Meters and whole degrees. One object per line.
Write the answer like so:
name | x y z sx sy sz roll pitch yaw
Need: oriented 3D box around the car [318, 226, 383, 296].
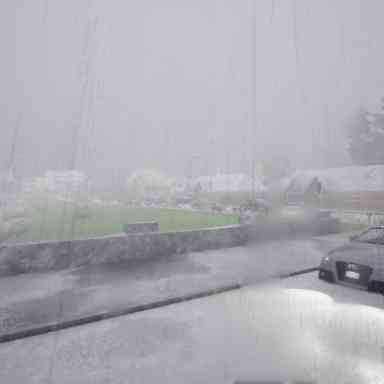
car | 5.006 1.564 8.166 4.181 1.385 1.994 0 0 -35

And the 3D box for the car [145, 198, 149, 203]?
car | -7.588 1.477 65.849 1.882 1.535 5.008 0 0 -35

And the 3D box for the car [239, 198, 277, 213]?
car | 7.448 1.505 37.679 1.837 1.490 4.892 0 0 -35

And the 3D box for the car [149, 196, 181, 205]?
car | -4.469 1.547 54.482 2.033 1.411 5.357 0 0 -35

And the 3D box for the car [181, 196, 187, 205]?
car | -1.664 1.477 57.614 1.882 1.535 5.008 0 0 -35

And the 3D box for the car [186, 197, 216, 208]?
car | 1.604 1.564 45.891 1.994 1.385 4.181 0 0 -36
